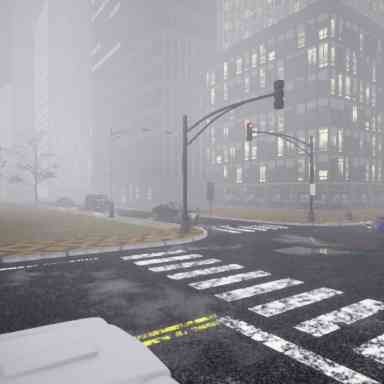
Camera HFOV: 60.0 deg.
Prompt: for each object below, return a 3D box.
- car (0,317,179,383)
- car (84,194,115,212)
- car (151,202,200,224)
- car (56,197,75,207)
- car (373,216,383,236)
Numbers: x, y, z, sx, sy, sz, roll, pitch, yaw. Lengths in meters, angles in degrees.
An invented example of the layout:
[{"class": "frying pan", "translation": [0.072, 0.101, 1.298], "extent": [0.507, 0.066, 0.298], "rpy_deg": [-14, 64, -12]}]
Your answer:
[{"class": "car", "translation": [-2.274, 1.601, 1.821], "extent": [4.718, 1.301, 1.895], "rpy_deg": [0, 0, -36]}, {"class": "car", "translation": [-10.832, 1.230, 38.629], "extent": [2.150, 2.045, 5.566], "rpy_deg": [0, 0, -35]}, {"class": "car", "translation": [-1.317, 1.498, 25.135], "extent": [2.128, 1.511, 4.902], "rpy_deg": [0, 0, -35]}, {"class": "car", "translation": [-19.242, 1.482, 50.645], "extent": [1.882, 1.535, 5.008], "rpy_deg": [0, 0, -35]}, {"class": "car", "translation": [11.048, 1.483, 15.064], "extent": [5.008, 1.535, 1.882], "rpy_deg": [0, 1, 15]}]
